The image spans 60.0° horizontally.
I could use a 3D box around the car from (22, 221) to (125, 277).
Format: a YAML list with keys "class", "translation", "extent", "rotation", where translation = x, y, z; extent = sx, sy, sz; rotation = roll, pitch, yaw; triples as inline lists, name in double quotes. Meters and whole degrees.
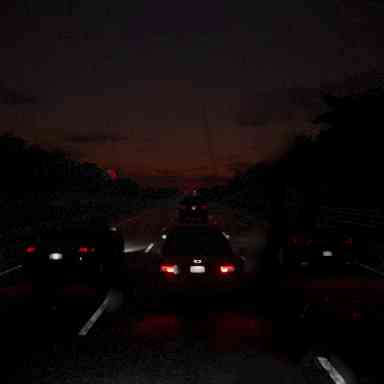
- class: "car"
  translation: [-3.389, 1.582, 10.283]
  extent: [1.994, 1.385, 4.181]
  rotation: [0, 0, 0]

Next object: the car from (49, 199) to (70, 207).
- class: "car"
  translation: [-17.504, 1.719, 44.835]
  extent: [2.128, 1.511, 4.902]
  rotation: [0, -1, 0]

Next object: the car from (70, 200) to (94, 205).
- class: "car"
  translation: [-14.015, 1.744, 43.918]
  extent: [1.812, 1.442, 4.674]
  rotation: [0, -1, 1]

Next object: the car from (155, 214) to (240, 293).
- class: "car"
  translation: [0.109, 1.561, 8.992]
  extent: [2.033, 1.411, 5.357]
  rotation: [0, 0, 0]

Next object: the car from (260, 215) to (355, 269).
- class: "car"
  translation: [3.610, 1.500, 11.309]
  extent: [1.882, 1.535, 5.008]
  rotation: [0, 0, 0]

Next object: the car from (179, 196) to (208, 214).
- class: "car"
  translation: [0.128, 1.335, 27.625]
  extent: [2.150, 2.045, 5.566]
  rotation: [0, 0, 0]
